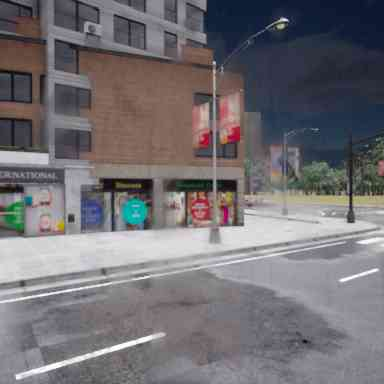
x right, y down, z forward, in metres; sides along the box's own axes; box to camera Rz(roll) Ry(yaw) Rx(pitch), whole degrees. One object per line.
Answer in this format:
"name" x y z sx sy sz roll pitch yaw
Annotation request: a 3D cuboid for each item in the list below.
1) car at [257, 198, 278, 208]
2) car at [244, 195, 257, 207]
"car" 9.944 1.469 46.694 1.895 1.301 4.718 0 0 -22
"car" 6.345 1.100 46.900 2.150 2.045 5.566 0 0 -22
